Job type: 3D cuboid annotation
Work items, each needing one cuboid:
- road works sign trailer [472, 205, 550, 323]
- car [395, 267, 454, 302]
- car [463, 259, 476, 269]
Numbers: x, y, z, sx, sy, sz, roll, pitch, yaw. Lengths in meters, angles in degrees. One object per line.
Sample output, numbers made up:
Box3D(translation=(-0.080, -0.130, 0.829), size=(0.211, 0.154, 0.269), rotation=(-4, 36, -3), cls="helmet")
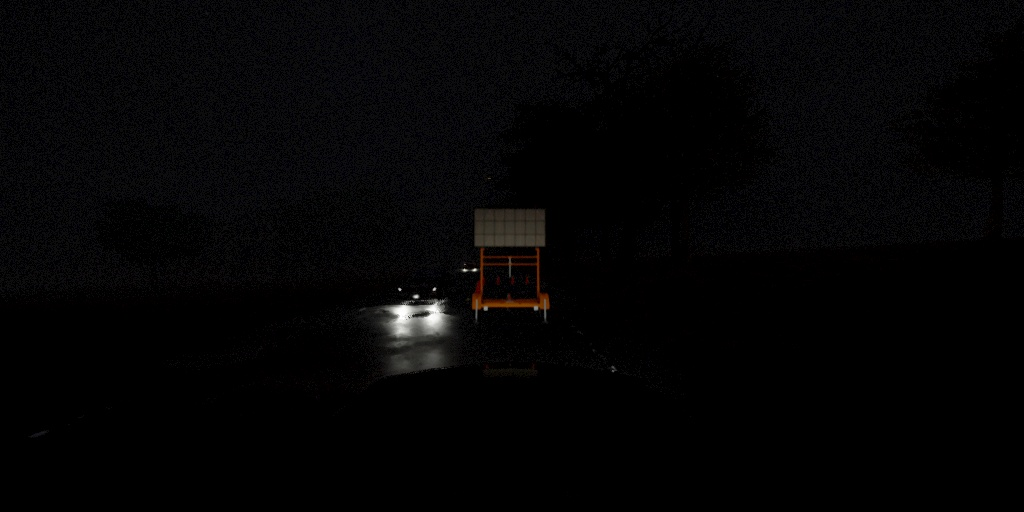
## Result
Box3D(translation=(-0.068, 0.142, 11.760), size=(2.380, 3.560, 2.880), rotation=(0, 0, -2), cls="road works sign trailer")
Box3D(translation=(-3.841, 1.217, 16.756), size=(2.033, 1.411, 5.357), rotation=(0, 0, -2), cls="car")
Box3D(translation=(-7.009, 1.271, 59.467), size=(2.097, 1.767, 4.553), rotation=(0, -1, -6), cls="car")
